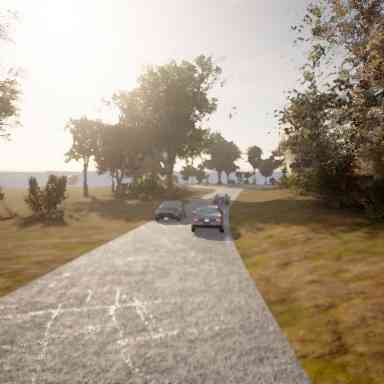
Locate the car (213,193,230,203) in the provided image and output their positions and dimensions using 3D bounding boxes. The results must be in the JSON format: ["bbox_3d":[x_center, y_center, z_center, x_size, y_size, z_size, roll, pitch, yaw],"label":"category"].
[{"bbox_3d":[3.677,0.815,41.217,1.812,1.442,4.674,1,3,9],"label":"car"}]

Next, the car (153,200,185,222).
[{"bbox_3d":[-1.479,1.360,25.008,2.033,1.411,5.357,2,1,6],"label":"car"}]

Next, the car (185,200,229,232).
[{"bbox_3d":[0.990,1.480,19.806,2.033,1.411,5.357,0,1,5],"label":"car"}]
